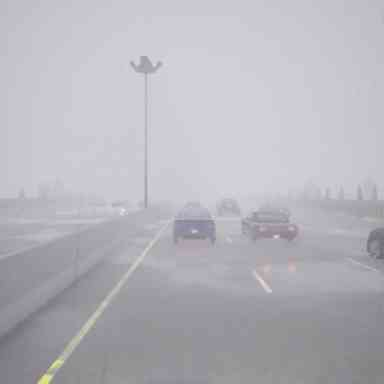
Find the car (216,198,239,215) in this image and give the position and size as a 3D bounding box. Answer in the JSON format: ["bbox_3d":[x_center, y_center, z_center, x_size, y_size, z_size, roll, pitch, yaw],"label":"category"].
[{"bbox_3d":[3.599,1.379,34.046,2.097,1.767,4.553,0,0,0],"label":"car"}]

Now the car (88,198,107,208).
[{"bbox_3d":[-14.069,1.591,49.669,1.812,1.442,4.674,0,0,0],"label":"car"}]

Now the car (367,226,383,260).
[{"bbox_3d":[7.099,1.354,9.635,2.097,1.767,4.553,0,0,0],"label":"car"}]

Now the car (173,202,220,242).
[{"bbox_3d":[0.099,1.483,16.321,1.882,1.535,5.008,0,0,0],"label":"car"}]

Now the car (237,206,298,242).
[{"bbox_3d":[3.600,1.606,16.397,1.895,1.301,4.718,0,0,0],"label":"car"}]

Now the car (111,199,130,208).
[{"bbox_3d":[-10.573,1.665,49.177,1.895,1.301,4.718,0,0,0],"label":"car"}]

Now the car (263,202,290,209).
[{"bbox_3d":[7.099,1.565,28.963,2.033,1.411,5.357,0,0,0],"label":"car"}]

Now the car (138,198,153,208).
[{"bbox_3d":[-7.064,1.595,50.895,1.812,1.442,4.674,0,0,0],"label":"car"}]
